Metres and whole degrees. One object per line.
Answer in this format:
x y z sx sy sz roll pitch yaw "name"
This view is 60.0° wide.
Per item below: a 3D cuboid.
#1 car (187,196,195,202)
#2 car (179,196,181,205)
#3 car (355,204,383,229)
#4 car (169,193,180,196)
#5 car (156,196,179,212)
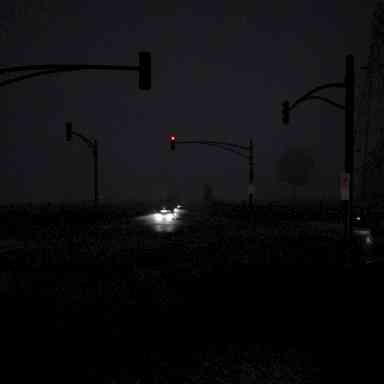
-0.332 1.596 78.375 1.895 1.301 4.718 0 0 0 "car"
-3.013 1.596 47.477 1.895 1.301 4.718 0 0 0 "car"
12.192 1.281 19.483 4.892 1.490 1.837 -1 1 0 "car"
-3.060 1.218 57.828 2.150 2.045 5.566 0 0 0 "car"
-2.961 1.486 37.661 2.128 1.511 4.902 0 0 -1 "car"
